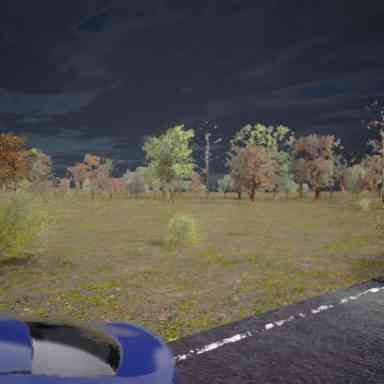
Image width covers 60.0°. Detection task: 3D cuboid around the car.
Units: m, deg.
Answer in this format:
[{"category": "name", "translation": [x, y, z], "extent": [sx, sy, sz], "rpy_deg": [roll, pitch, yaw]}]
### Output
[{"category": "car", "translation": [-2.119, 1.525, 1.553], "extent": [4.674, 1.442, 1.812], "rpy_deg": [0, 0, -36]}]
